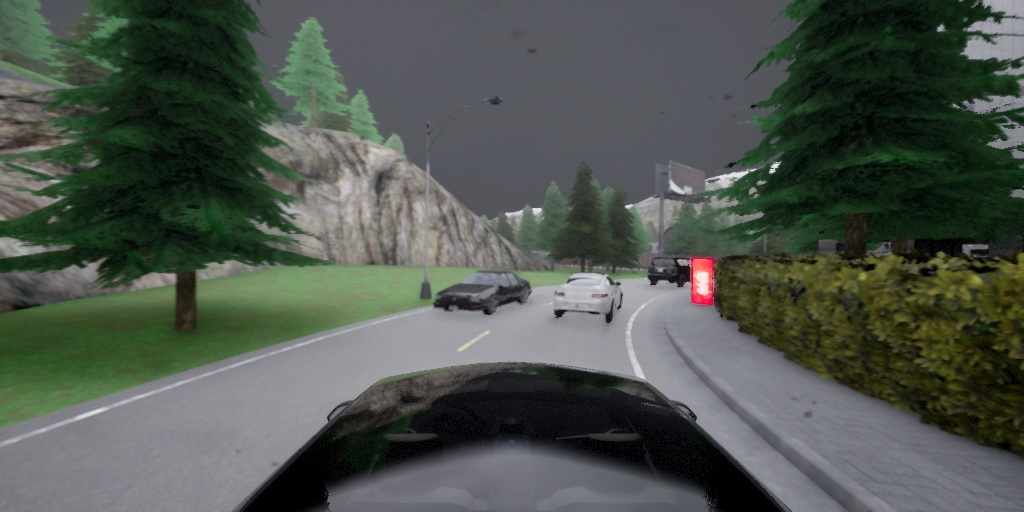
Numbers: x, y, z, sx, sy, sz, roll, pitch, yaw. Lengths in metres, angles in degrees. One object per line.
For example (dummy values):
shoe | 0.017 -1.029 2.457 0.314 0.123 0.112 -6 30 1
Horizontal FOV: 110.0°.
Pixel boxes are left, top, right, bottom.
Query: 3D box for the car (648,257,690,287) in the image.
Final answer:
car | 11.823 1.099 25.981 2.150 2.045 5.566 1 0 44

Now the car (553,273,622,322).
car | 2.760 1.302 12.595 1.812 1.442 4.674 1 0 22

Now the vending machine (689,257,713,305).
vending machine | 7.883 1.033 14.870 1.100 2.100 0.880 0 0 30

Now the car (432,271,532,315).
car | -0.839 1.279 13.831 2.033 1.411 5.357 1 0 23
